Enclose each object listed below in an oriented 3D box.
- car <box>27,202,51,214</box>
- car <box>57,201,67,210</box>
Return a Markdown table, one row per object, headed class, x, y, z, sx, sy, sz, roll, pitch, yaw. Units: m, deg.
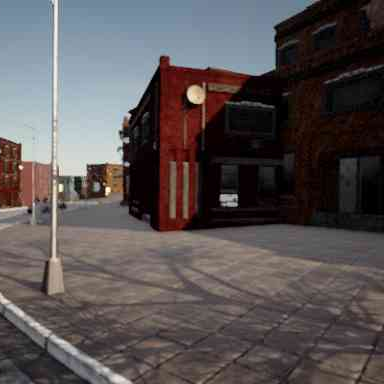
| class | x | y | z | sx | sy | sz | roll | pitch | yaw |
| --- | --- | --- | --- | --- | --- | --- | --- | --- | --- |
| car | -19.279 | 2.004 | 42.095 | 1.994 | 1.385 | 4.181 | 1 | -1 | -10 |
| car | -21.290 | 2.081 | 53.006 | 1.812 | 1.442 | 4.674 | 1 | -1 | -10 |
